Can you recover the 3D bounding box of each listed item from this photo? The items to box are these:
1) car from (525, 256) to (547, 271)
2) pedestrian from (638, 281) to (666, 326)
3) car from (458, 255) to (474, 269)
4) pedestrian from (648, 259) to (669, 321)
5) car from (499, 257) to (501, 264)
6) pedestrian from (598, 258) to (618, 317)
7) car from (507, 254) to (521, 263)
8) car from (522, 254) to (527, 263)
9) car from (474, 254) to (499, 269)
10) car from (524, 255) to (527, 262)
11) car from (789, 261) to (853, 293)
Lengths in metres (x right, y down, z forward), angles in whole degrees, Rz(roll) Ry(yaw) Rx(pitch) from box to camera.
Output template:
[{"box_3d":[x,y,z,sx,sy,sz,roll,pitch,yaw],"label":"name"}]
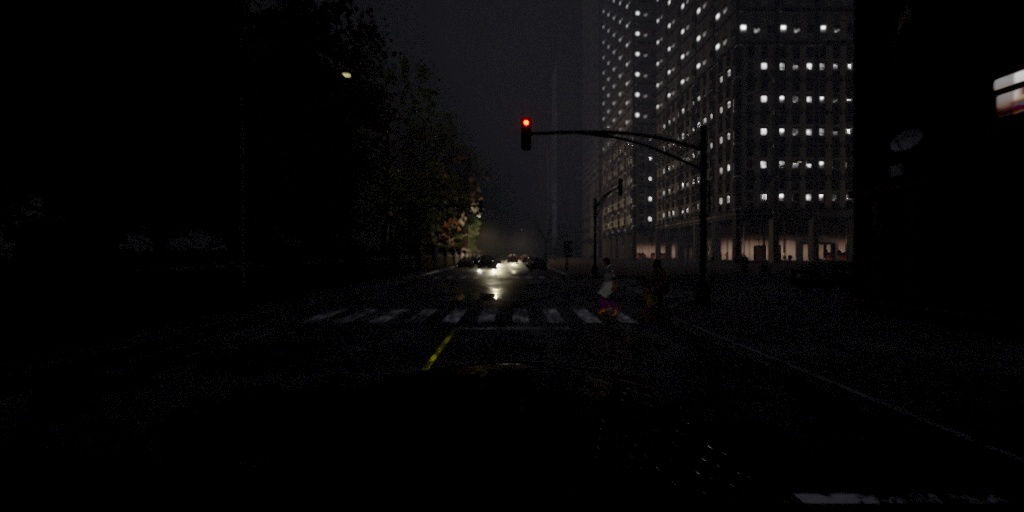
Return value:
[{"box_3d":[2.765,0.906,38.429,1.948,1.339,4.313,0,0,0],"label":"car"},{"box_3d":[3.770,1.332,9.760,0.500,1.100,0.500,0,0,0],"label":"pedestrian"},{"box_3d":[-5.604,0.860,44.078,1.802,1.307,4.207,0,0,0],"label":"car"},{"box_3d":[4.189,0.945,10.373,0.375,1.860,0.375,0,0,0],"label":"pedestrian"},{"box_3d":[-2.905,0.603,61.121,1.837,1.490,4.892,0,1,1],"label":"car"},{"box_3d":[2.935,0.931,10.976,0.375,1.860,0.375,0,0,0],"label":"pedestrian"},{"box_3d":[0.130,0.537,64.877,1.882,1.535,5.008,0,1,0],"label":"car"},{"box_3d":[2.789,0.784,49.693,1.948,1.339,4.313,0,0,0],"label":"car"},{"box_3d":[-2.994,0.636,43.591,2.097,1.767,4.553,0,1,0],"label":"car"},{"box_3d":[2.777,0.845,44.061,1.948,1.339,4.313,0,0,0],"label":"car"},{"box_3d":[14.714,0.864,15.819,4.313,1.339,1.948,0,0,0],"label":"car"}]
